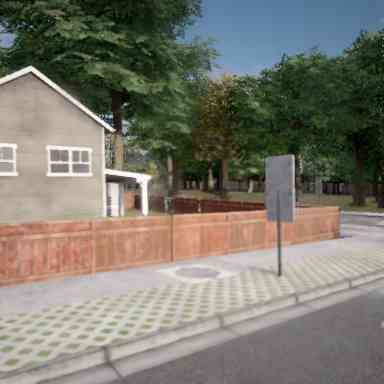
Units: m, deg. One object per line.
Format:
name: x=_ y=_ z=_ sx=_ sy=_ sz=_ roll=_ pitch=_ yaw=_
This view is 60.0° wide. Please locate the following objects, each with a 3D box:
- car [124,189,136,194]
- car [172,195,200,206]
car: x=-10.415 y=0.297 z=52.710 sx=2.097 sy=1.767 sz=4.553 roll=-2 pitch=3 yaw=-35
car: x=-0.368 y=1.054 z=38.401 sx=1.895 sy=1.301 sz=4.718 roll=-2 pitch=2 yaw=-35
